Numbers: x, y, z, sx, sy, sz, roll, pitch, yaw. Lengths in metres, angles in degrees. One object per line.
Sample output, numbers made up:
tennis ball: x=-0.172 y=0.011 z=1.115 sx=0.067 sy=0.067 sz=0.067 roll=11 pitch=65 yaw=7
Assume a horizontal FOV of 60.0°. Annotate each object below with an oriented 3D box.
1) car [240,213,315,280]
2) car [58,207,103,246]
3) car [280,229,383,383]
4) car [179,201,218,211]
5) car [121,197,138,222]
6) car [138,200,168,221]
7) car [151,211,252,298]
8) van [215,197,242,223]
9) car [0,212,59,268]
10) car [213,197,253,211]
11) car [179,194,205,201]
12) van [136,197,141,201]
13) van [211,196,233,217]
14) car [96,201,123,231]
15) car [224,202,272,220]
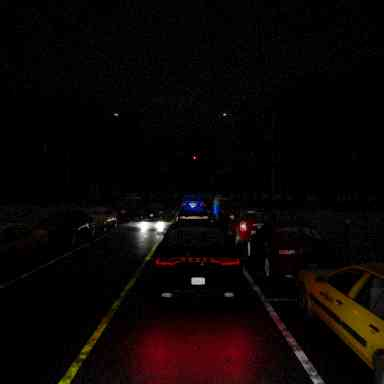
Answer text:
car: x=2.758 y=1.545 z=9.779 sx=1.887 sy=1.381 sz=4.507 roll=0 pitch=0 yaw=0
car: x=-5.768 y=1.567 z=15.215 sx=1.947 sy=1.339 sz=4.313 roll=0 pitch=0 yaw=0
car: x=2.759 y=1.525 z=4.512 sx=1.752 sy=1.417 sz=4.829 roll=0 pitch=0 yaw=0
car: x=0.093 y=1.493 z=19.001 sx=2.128 sy=1.511 sz=4.902 roll=0 pitch=0 yaw=0
car: x=-5.770 y=1.444 z=26.090 sx=1.967 sy=1.590 sz=4.097 roll=0 pitch=0 yaw=0
car: x=-3.028 y=1.568 z=26.863 sx=1.994 sy=1.385 sz=4.181 roll=0 pitch=0 yaw=0
car: x=0.093 y=1.478 z=8.558 sx=1.882 sy=1.535 sz=5.008 roll=0 pitch=0 yaw=0
van: x=2.755 y=1.344 z=26.092 sx=1.690 sy=1.788 sz=3.998 roll=0 pitch=0 yaw=0
car: x=-5.767 y=1.526 z=9.608 sx=1.752 sy=1.417 sz=4.829 roll=0 pitch=0 yaw=0
car: x=2.756 y=1.317 z=20.655 sx=2.192 sy=1.841 sz=5.009 roll=0 pitch=0 yaw=0
car: x=0.018 y=1.226 z=29.369 sx=2.150 sy=2.045 sz=5.566 roll=0 pitch=0 yaw=-2
van: x=-5.771 y=1.346 z=31.528 sx=1.690 sy=1.788 sz=3.998 roll=0 pitch=0 yaw=0
van: x=2.754 y=1.346 z=31.530 sx=1.690 sy=1.788 sz=3.998 roll=0 pitch=0 yaw=0
car: x=-5.769 y=1.527 z=20.483 sx=1.752 sy=1.417 sz=4.829 roll=0 pitch=0 yaw=0
car: x=2.757 y=1.441 z=15.217 sx=1.967 sy=1.590 sz=4.097 roll=0 pitch=0 yaw=0
